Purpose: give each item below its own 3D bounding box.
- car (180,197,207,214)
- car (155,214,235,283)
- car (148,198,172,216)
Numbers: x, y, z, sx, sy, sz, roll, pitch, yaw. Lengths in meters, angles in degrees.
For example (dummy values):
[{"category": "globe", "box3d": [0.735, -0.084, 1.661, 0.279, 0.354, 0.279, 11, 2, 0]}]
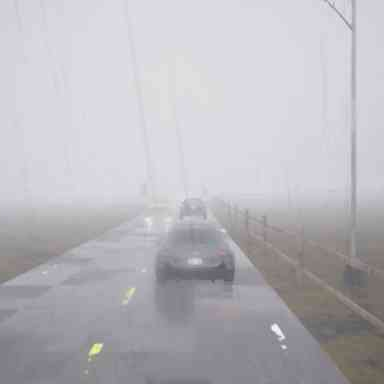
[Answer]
[{"category": "car", "box3d": [0.091, 1.193, 27.429, 2.097, 1.767, 4.553, 0, 1, 0]}, {"category": "car", "box3d": [0.083, 1.565, 9.674, 1.994, 1.385, 4.181, 0, 0, 0]}, {"category": "car", "box3d": [-2.845, 1.272, 30.470, 1.882, 1.535, 5.008, 0, 1, 0]}]
